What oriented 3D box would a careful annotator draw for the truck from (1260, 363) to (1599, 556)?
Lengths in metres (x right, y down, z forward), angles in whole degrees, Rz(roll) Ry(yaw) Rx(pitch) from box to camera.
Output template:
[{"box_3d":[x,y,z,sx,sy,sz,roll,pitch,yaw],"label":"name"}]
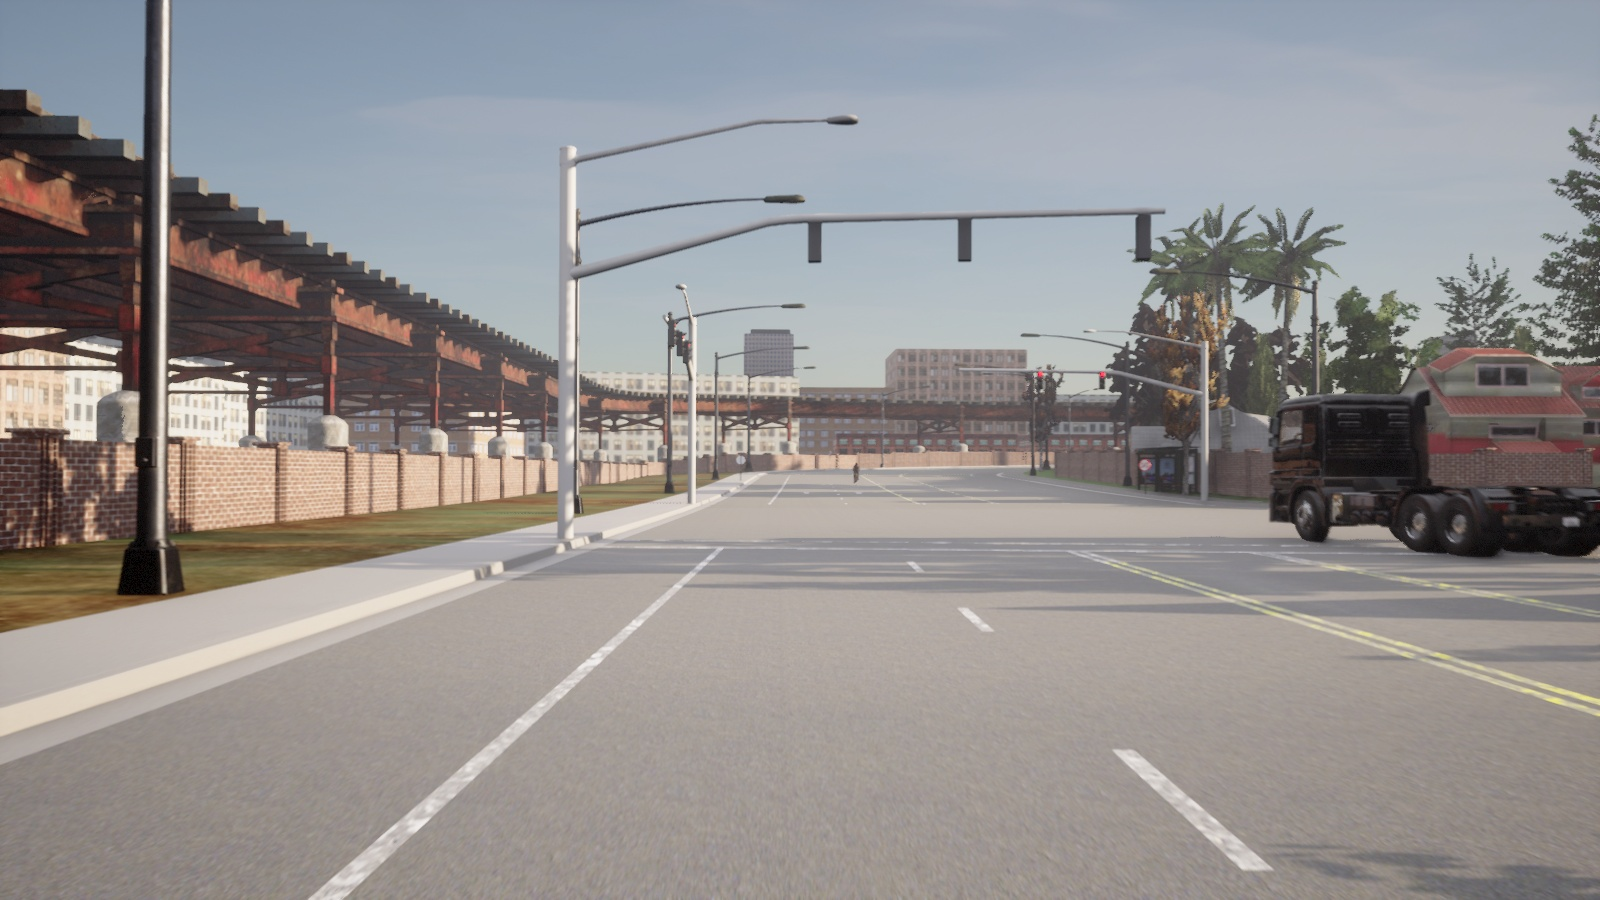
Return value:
[{"box_3d":[13.247,0.230,26.742,2.891,3.462,7.936,0,-1,-10],"label":"truck"}]
